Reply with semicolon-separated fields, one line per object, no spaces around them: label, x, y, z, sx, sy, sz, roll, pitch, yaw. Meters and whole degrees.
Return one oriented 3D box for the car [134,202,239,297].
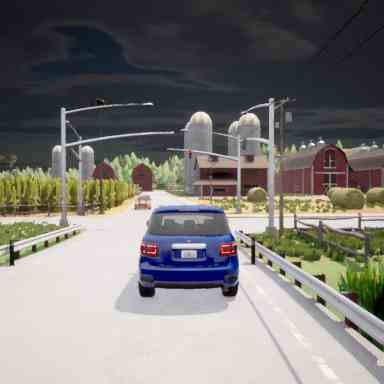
car;-0.109;1.364;9.040;2.150;2.045;5.566;0;-2;-1

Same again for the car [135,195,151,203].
car;-6.390;1.333;43.495;2.097;1.767;4.553;0;1;-7

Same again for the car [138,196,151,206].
car;-7.601;1.389;53.157;1.994;1.385;4.181;0;1;-8

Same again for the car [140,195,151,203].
car;-8.849;1.229;63.121;1.994;1.385;4.181;0;1;-7
